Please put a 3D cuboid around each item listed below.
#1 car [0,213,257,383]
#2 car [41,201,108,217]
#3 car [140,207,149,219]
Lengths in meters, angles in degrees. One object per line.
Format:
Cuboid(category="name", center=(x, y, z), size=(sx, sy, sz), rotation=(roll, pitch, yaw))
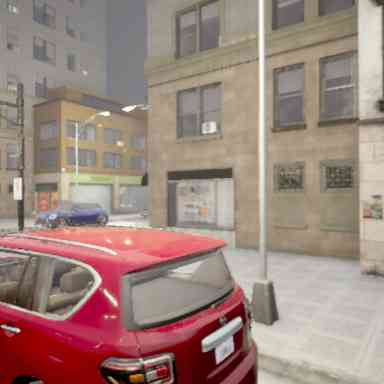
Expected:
Cuboid(category="car", center=(-1.689, 1.341, 4.009), size=(5.009, 1.841, 2.192), rotation=(-1, 0, 35))
Cuboid(category="car", center=(-7.641, 1.421, 21.307), size=(2.097, 1.767, 4.553), rotation=(0, 0, 35))
Cuboid(category="car", center=(-2.375, 1.533, 28.737), size=(1.837, 1.490, 4.892), rotation=(0, 0, 35))
